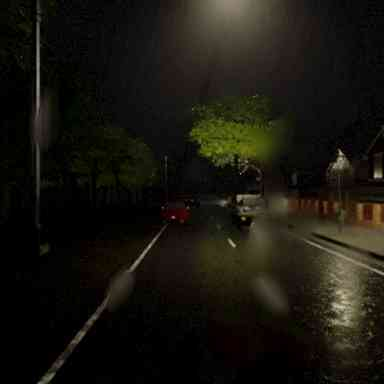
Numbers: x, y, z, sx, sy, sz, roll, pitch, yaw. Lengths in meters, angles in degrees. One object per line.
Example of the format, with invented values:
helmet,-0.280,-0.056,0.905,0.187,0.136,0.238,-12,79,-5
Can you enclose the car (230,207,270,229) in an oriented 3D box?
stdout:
car,3.598,1.612,21.559,1.895,1.301,4.718,0,0,0

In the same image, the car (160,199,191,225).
car,-1.229,1.494,24.295,1.882,1.535,5.008,0,0,0

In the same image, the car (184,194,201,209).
car,0.034,1.295,47.124,2.150,2.045,5.566,0,0,1

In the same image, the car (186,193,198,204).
car,-0.010,1.330,66.299,2.150,2.045,5.566,0,0,0
